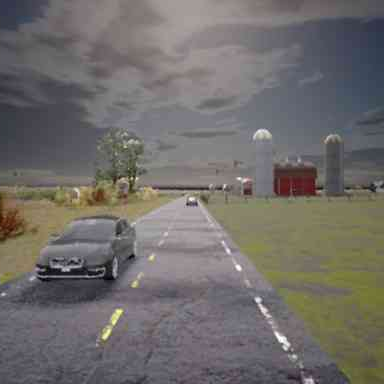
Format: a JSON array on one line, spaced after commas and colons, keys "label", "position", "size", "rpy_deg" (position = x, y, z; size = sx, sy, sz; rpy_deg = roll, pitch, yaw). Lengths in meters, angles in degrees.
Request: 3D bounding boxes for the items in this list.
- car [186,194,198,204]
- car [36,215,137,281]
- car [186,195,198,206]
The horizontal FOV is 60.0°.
[{"label": "car", "position": [0.001, 1.344, 64.534], "size": [2.097, 1.767, 4.553], "rpy_deg": [0, 0, 0]}, {"label": "car", "position": [-2.828, 1.496, 9.903], "size": [1.837, 1.490, 4.892], "rpy_deg": [0, 0, 0]}, {"label": "car", "position": [0.001, 1.546, 54.490], "size": [1.994, 1.385, 4.181], "rpy_deg": [0, 0, 0]}]
